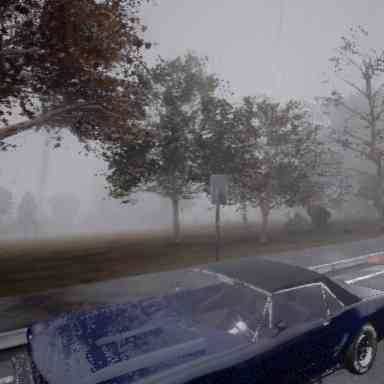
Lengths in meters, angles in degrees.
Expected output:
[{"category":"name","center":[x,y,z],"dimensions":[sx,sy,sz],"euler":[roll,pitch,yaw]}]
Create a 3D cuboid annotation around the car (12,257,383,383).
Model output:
[{"category":"car","center":[0.517,1.605,4.050],"dimensions":[4.718,1.301,1.895],"euler":[0,0,-35]}]
